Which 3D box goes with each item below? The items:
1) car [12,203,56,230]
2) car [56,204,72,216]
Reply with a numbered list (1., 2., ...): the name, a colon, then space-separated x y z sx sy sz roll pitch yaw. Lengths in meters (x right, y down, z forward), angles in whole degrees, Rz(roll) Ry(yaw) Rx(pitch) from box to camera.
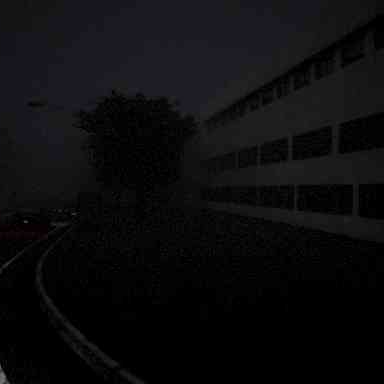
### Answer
1. car: -11.306 1.812 23.729 1.882 1.535 5.008 1 -2 -15
2. car: -15.827 2.175 40.732 2.033 1.411 5.357 1 -1 -15
